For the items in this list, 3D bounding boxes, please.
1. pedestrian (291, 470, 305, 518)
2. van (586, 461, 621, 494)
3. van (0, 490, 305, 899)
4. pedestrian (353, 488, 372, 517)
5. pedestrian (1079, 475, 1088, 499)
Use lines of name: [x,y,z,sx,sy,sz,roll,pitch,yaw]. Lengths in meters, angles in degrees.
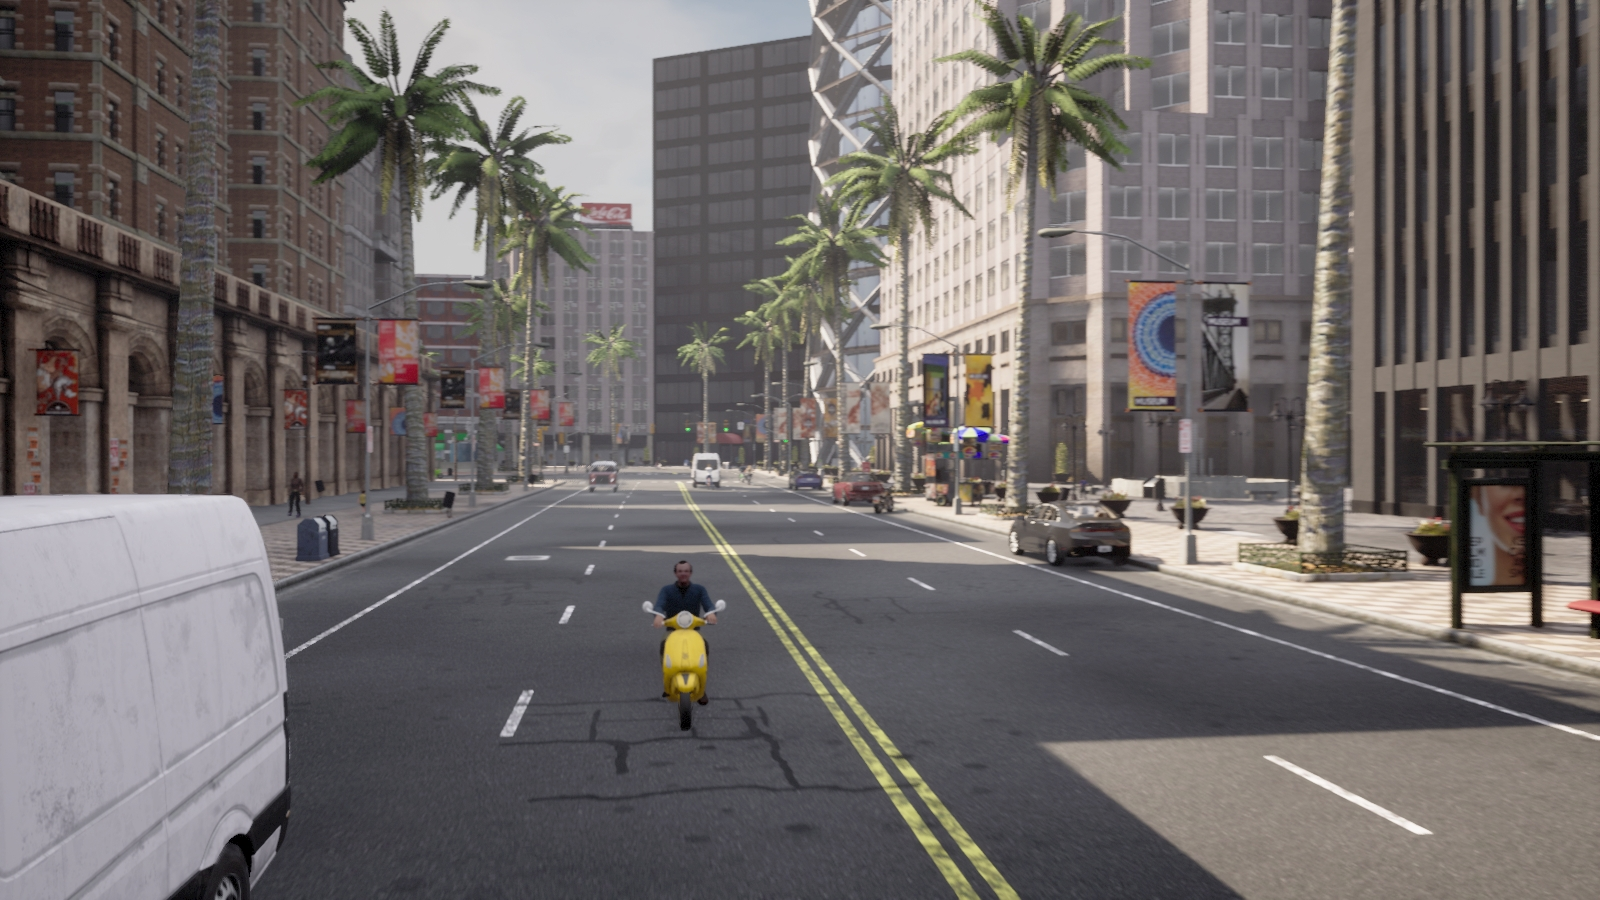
pedestrian: [-19.436,1.694,44.205,0.375,1.860,0.375,0,0,1]
van: [-12.809,1.766,74.610,2.069,2.038,4.480,0,0,-7]
van: [-3.774,1.535,4.175,1.988,2.561,5.915,0,0,-7]
pedestrian: [-17.315,2.072,45.211,0.500,1.100,0.500,0,0,10]
pedestrian: [15.024,1.963,60.577,0.375,1.300,0.375,0,0,-1]
